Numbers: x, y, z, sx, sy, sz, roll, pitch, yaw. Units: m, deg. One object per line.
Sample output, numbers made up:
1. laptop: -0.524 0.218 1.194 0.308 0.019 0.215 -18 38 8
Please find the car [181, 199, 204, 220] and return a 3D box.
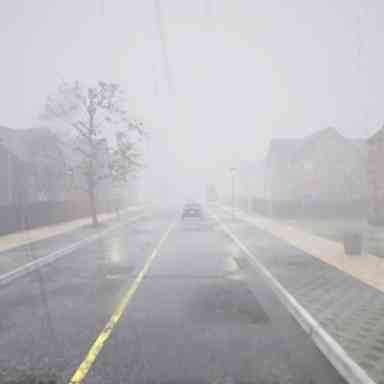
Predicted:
1. car: 0.047 1.586 28.136 2.033 1.411 5.357 0 0 1
